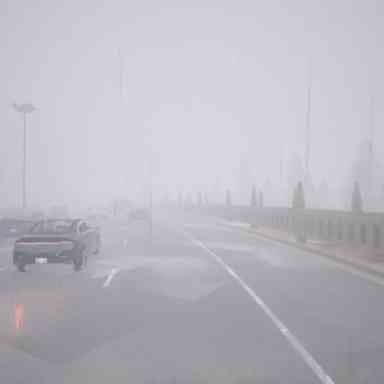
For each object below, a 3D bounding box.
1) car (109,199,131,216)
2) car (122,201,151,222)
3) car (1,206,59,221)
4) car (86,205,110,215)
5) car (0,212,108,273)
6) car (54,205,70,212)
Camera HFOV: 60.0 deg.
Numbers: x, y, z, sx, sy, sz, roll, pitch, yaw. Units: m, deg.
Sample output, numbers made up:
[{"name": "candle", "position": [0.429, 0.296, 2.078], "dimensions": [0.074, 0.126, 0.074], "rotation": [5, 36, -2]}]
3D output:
[{"name": "car", "position": [-8.794, 1.821, 40.868], "dimensions": [2.150, 2.045, 5.566], "rotation": [0, -1, -24]}, {"name": "car", "position": [-5.078, 1.916, 30.800], "dimensions": [1.882, 1.535, 5.008], "rotation": [0, -1, -17]}, {"name": "car", "position": [-9.062, 1.751, 18.456], "dimensions": [1.882, 1.535, 5.008], "rotation": [0, -1, -11]}, {"name": "car", "position": [-9.716, 2.099, 33.612], "dimensions": [1.895, 1.301, 4.718], "rotation": [0, -1, -20]}, {"name": "car", "position": [-4.344, 1.651, 11.340], "dimensions": [2.128, 1.511, 4.902], "rotation": [0, -1, -7]}, {"name": "car", "position": [-13.708, 2.074, 34.338], "dimensions": [2.033, 1.411, 5.357], "rotation": [0, -1, -21]}]
